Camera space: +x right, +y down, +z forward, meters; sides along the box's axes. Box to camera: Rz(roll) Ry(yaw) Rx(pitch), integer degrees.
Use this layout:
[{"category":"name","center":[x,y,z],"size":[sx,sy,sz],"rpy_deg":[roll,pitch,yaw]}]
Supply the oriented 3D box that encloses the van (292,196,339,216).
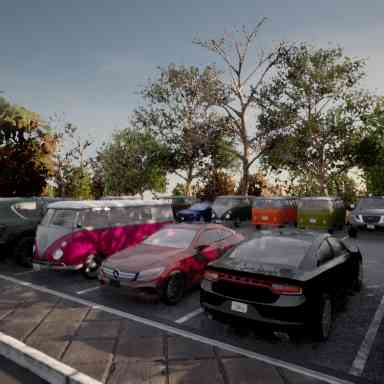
[{"category":"van","center":[7.547,1.241,19.060],"size":[1.878,1.987,4.442],"rpy_deg":[0,0,36]}]

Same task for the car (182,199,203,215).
[{"category":"car","center":[0.843,1.468,23.723],"size":[2.097,1.535,5.008],"rpy_deg":[-1,-1,36]}]

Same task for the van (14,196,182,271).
[{"category":"van","center":[-2.471,1.234,9.859],"size":[1.878,1.987,4.442],"rpy_deg":[0,0,36]}]

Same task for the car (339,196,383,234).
[{"category":"car","center":[9.716,1.225,17.329],"size":[2.435,2.045,5.566],"rpy_deg":[0,0,36]}]

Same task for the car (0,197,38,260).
[{"category":"car","center":[-4.644,1.200,11.593],"size":[2.435,2.045,5.566],"rpy_deg":[0,0,36]}]

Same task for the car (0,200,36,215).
[{"category":"car","center":[-21.788,1.823,39.693],"size":[1.946,1.575,5.366],"rpy_deg":[-1,-1,36]}]

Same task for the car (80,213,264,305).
[{"category":"car","center":[-0.145,1.509,8.340],"size":[2.002,1.452,4.674],"rpy_deg":[0,0,36]}]

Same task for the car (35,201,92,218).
[{"category":"car","center":[-12.778,1.683,33.463],"size":[2.097,1.535,5.008],"rpy_deg":[-1,-1,36]}]

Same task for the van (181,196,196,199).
[{"category":"van","center":[-1.483,1.278,25.238],"size":[1.878,1.987,4.442],"rpy_deg":[-1,-1,36]}]

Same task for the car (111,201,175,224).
[{"category":"car","center":[-3.771,1.536,26.793],"size":[1.946,1.575,5.366],"rpy_deg":[-1,-1,36]}]

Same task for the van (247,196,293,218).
[{"category":"van","center":[5.397,1.233,20.600],"size":[1.878,1.987,4.442],"rpy_deg":[0,0,36]}]

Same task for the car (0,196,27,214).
[{"category":"car","center":[-23.918,1.616,41.480],"size":[2.435,2.045,5.566],"rpy_deg":[-1,-1,36]}]

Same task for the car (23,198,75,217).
[{"category":"car","center":[-14.945,1.591,34.983],"size":[2.185,1.767,4.553],"rpy_deg":[-1,-1,36]}]

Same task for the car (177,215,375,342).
[{"category":"car","center":[2.108,1.478,6.718],"size":[2.097,1.535,5.008],"rpy_deg":[0,0,36]}]

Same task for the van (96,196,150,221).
[{"category":"van","center":[-5.851,1.349,28.653],"size":[1.878,1.987,4.442],"rpy_deg":[-1,-1,36]}]

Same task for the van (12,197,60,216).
[{"category":"van","center":[-17.112,1.527,36.716],"size":[1.878,1.987,4.442],"rpy_deg":[-1,-1,36]}]

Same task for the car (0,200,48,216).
[{"category":"car","center":[-19.434,1.789,38.227],"size":[2.231,1.521,4.892],"rpy_deg":[-1,-1,36]}]

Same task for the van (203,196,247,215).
[{"category":"van","center":[2.901,1.224,22.100],"size":[1.878,1.987,4.442],"rpy_deg":[0,0,36]}]

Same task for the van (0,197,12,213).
[{"category":"van","center":[-26.216,1.696,43.236],"size":[1.878,1.987,4.442],"rpy_deg":[-1,-1,36]}]
